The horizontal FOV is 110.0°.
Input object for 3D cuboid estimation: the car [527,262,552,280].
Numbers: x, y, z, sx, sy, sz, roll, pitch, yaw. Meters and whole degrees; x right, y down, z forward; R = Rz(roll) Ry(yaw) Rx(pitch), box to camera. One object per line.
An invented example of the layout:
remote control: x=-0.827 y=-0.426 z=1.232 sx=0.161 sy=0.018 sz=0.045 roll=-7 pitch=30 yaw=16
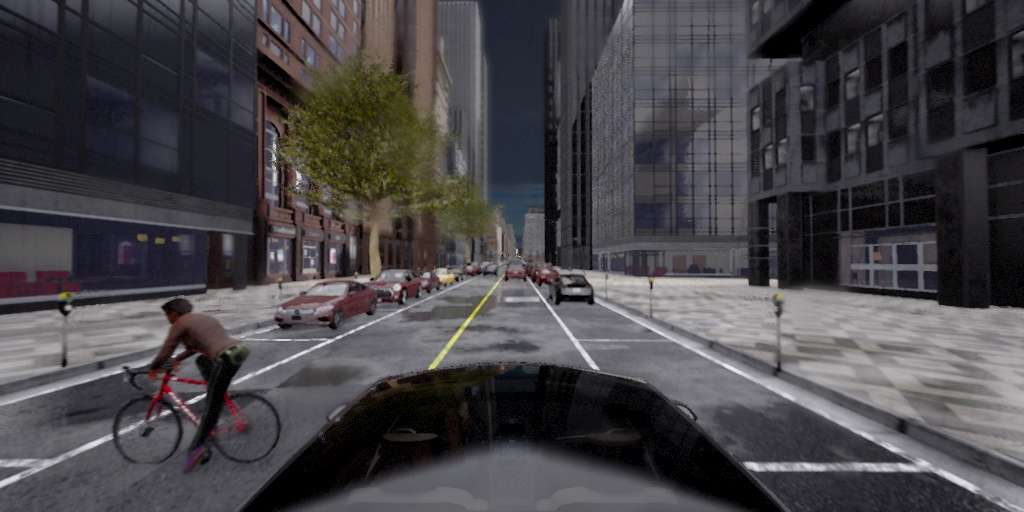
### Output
car: x=2.901 y=1.524 z=34.231 sx=2.192 sy=1.841 sz=5.009 roll=0 pitch=0 yaw=0

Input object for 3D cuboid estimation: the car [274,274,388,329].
car: x=-5.792 y=1.465 z=11.747 sx=1.802 sy=1.307 sz=4.207 roll=0 pitch=0 yaw=0

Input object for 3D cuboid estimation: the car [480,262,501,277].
car: x=-2.768 y=1.901 z=46.902 sx=1.837 sy=1.490 sz=4.892 roll=0 pitch=-1 yaw=0

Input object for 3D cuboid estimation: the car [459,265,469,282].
car: x=-5.624 y=1.772 z=34.302 sx=1.948 sy=1.339 sz=4.313 roll=0 pitch=0 yaw=0

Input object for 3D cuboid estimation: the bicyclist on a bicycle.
bicyclist on a bicycle: x=-3.075 y=1.227 z=3.487 sx=1.656 sy=1.620 sz=0.582 roll=-2 pitch=-1 yaw=0

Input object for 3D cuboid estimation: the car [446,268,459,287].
car: x=-5.667 y=1.648 z=28.492 sx=1.751 sy=1.417 sz=4.829 roll=0 pitch=0 yaw=0

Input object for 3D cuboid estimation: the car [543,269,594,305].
car: x=2.775 y=1.529 z=17.317 sx=1.948 sy=1.339 sz=4.313 roll=0 pitch=0 yaw=0

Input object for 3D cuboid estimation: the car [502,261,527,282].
car: x=0.345 y=1.584 z=35.848 sx=2.097 sy=1.767 sz=4.553 roll=0 pitch=-1 yaw=0

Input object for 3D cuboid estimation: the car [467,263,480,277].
car: x=-5.540 y=1.920 z=45.578 sx=1.888 sy=1.381 sz=4.507 roll=0 pitch=0 yaw=0

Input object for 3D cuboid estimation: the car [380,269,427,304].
car: x=-5.751 y=1.401 z=17.385 sx=1.967 sy=1.591 sz=4.097 roll=0 pitch=0 yaw=0

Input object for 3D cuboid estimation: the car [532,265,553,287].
car: x=2.859 y=1.671 z=28.593 sx=1.888 sy=1.381 sz=4.507 roll=0 pitch=0 yaw=0

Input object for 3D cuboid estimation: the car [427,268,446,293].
car: x=-5.708 y=1.623 z=23.024 sx=1.802 sy=1.307 sz=4.207 roll=0 pitch=0 yaw=0
